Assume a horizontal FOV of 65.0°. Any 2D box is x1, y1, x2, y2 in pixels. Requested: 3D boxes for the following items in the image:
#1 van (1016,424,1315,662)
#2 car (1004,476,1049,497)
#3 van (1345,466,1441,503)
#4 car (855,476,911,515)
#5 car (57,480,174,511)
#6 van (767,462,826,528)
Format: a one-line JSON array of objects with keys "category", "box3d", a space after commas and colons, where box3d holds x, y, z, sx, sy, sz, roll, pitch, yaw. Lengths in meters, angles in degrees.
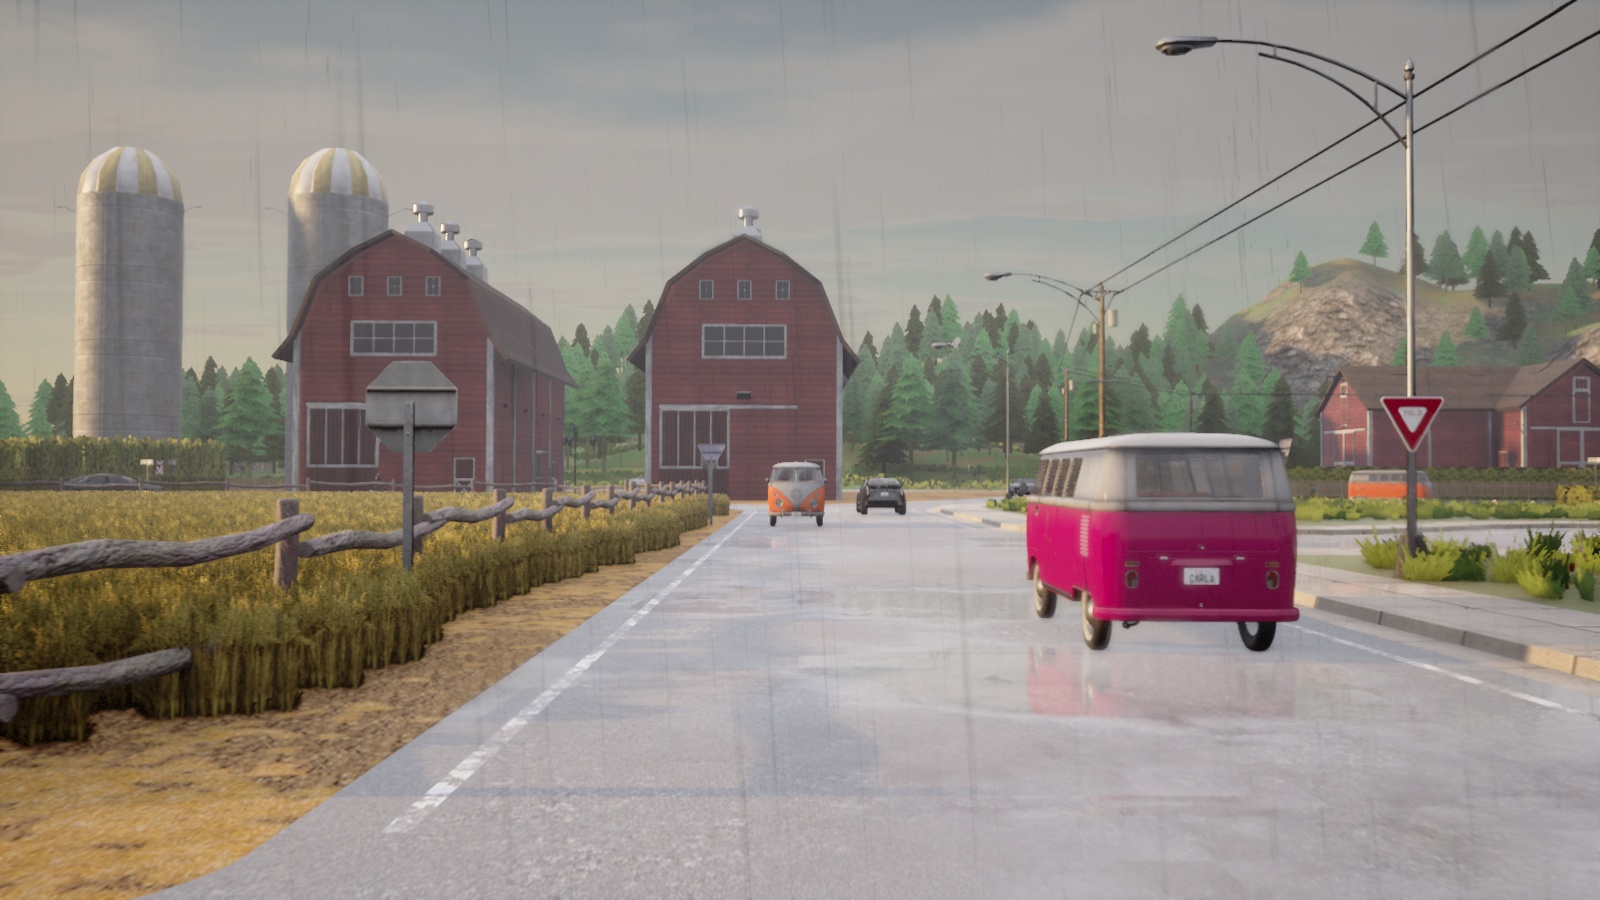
[{"category": "van", "box3d": [3.441, 0.825, 12.754, 1.775, 1.987, 4.442, 0, -1, 1]}, {"category": "car", "box3d": [15.544, 2.497, 86.071, 1.994, 1.385, 4.181, -1, -1, 25]}, {"category": "van", "box3d": [32.754, 1.883, 69.390, 4.442, 1.987, 1.775, -1, -2, 45]}, {"category": "car", "box3d": [3.358, 1.831, 51.840, 2.007, 1.525, 4.514, 0, -1, 0]}, {"category": "car", "box3d": [-33.951, 2.259, 62.440, 4.892, 1.490, 1.837, 0, -2, -21]}, {"category": "van", "box3d": [-0.100, 1.405, 40.025, 1.775, 1.987, 4.442, 0, -1, 0]}]
